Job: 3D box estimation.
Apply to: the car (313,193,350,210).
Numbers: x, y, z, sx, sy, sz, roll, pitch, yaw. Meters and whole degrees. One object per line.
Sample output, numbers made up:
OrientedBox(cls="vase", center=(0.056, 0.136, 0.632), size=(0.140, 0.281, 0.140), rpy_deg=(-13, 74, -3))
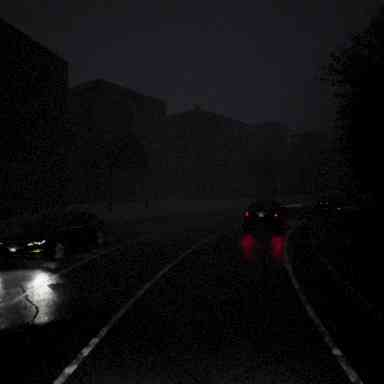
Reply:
OrientedBox(cls="car", center=(15.243, 1.196, 36.685), size=(2.033, 1.411, 5.357), rpy_deg=(-1, 1, 43))

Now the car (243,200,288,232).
OrientedBox(cls="car", center=(4.536, 1.268, 20.057), size=(2.097, 1.767, 4.553), rpy_deg=(0, 0, 21))

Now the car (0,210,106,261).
OrientedBox(cls="car", center=(-4.883, 1.473, 12.310), size=(1.837, 1.490, 4.892), rpy_deg=(-1, 0, 11))

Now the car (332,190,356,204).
OrientedBox(cls="car", center=(20.981, 0.677, 46.902), size=(5.566, 2.045, 2.150), rpy_deg=(-1, 0, -39))
